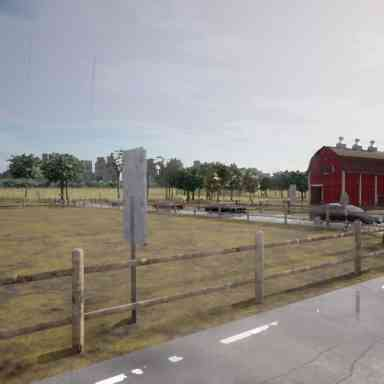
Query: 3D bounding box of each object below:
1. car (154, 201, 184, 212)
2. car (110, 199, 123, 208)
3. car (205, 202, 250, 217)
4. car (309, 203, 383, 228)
[{"bbox_3d":[-2.934,1.753,41.879,1.895,1.301,4.718,-1,0,-35],"label":"car"},{"bbox_3d":[-11.937,1.837,54.776,1.812,1.442,4.674,-1,0,-35],"label":"car"},{"bbox_3d":[3.447,1.691,32.845,1.895,1.301,4.718,-1,0,-35],"label":"car"},{"bbox_3d":[10.484,1.571,22.887,1.837,1.490,4.892,-1,1,-35],"label":"car"}]
